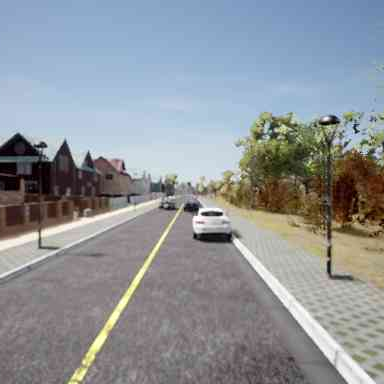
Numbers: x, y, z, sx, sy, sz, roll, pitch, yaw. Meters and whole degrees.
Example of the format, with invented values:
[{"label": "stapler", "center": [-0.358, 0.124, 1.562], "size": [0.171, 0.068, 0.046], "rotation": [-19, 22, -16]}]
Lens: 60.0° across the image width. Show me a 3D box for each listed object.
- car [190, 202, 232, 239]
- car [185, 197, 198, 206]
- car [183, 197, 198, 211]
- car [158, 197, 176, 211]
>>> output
[{"label": "car", "center": [0.934, 1.479, 16.923], "size": [1.812, 1.442, 4.674], "rotation": [0, 0, 0]}, {"label": "car", "center": [-0.079, 1.452, 51.487], "size": [1.895, 1.301, 4.718], "rotation": [0, 0, 0]}, {"label": "car", "center": [-0.043, 1.439, 38.560], "size": [2.033, 1.411, 5.357], "rotation": [0, 0, 0]}, {"label": "car", "center": [-2.902, 1.379, 39.598], "size": [2.128, 1.511, 4.902], "rotation": [0, 0, 0]}]
